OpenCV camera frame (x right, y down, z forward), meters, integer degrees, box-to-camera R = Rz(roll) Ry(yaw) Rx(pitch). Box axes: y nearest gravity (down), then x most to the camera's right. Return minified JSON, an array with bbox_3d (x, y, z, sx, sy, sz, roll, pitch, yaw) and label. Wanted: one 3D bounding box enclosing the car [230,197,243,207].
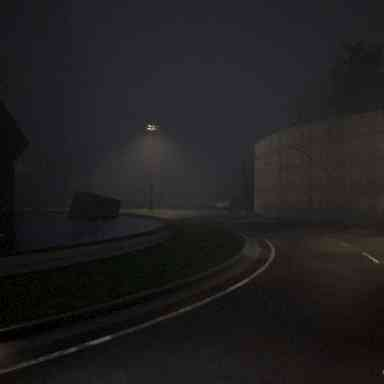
[{"bbox_3d":[9.760,2.114,72.755,2.150,2.045,5.566,0,-1,17],"label":"car"}]
